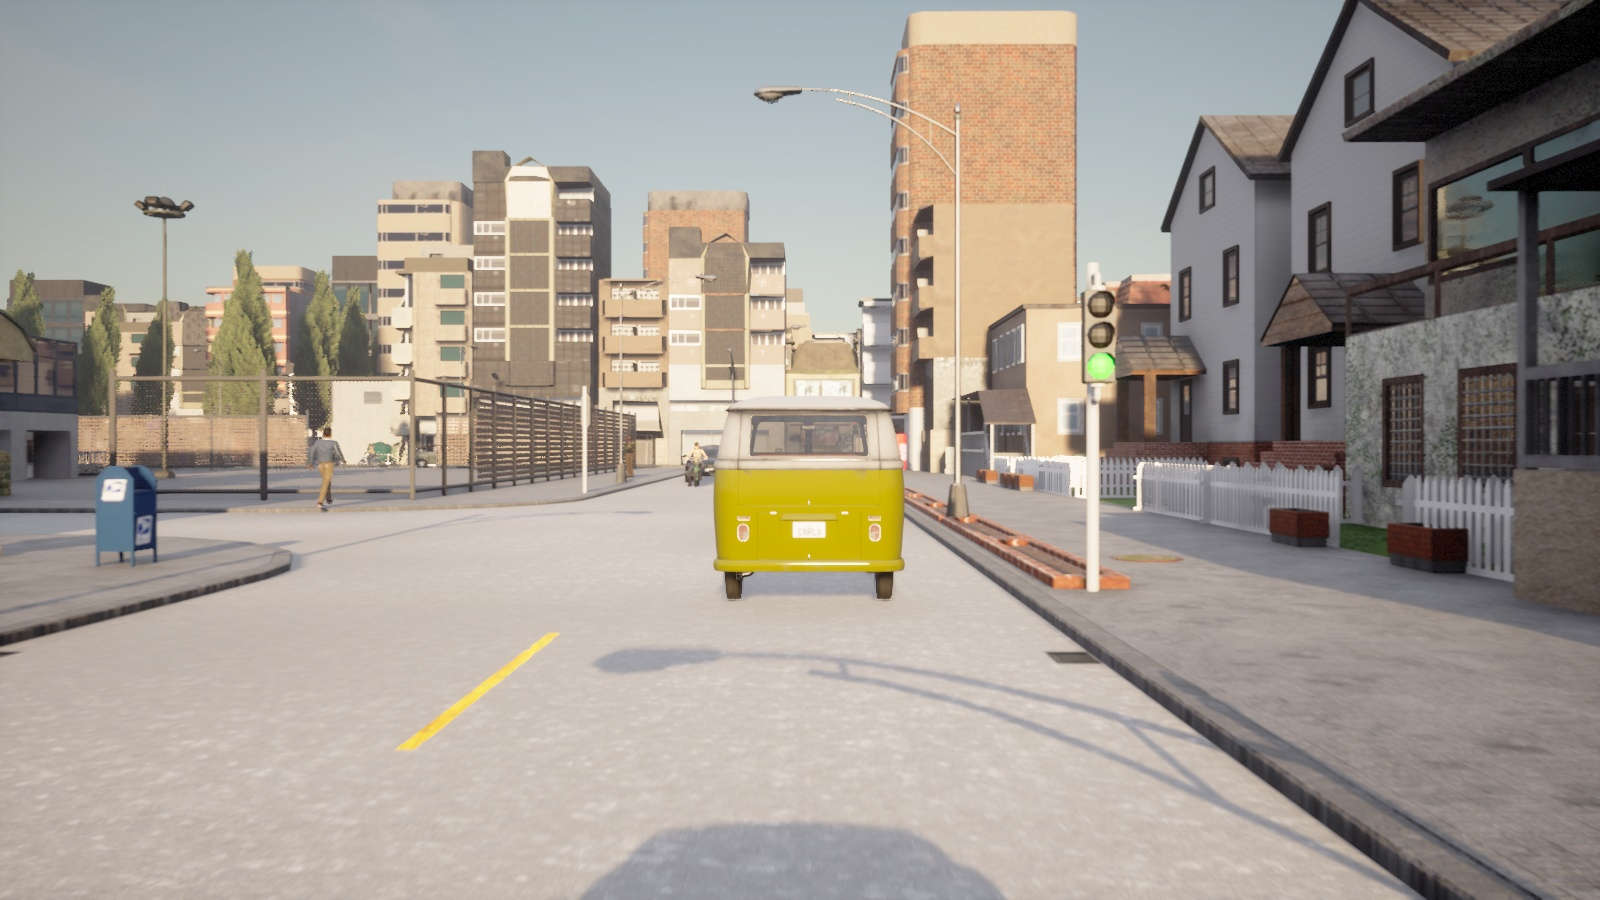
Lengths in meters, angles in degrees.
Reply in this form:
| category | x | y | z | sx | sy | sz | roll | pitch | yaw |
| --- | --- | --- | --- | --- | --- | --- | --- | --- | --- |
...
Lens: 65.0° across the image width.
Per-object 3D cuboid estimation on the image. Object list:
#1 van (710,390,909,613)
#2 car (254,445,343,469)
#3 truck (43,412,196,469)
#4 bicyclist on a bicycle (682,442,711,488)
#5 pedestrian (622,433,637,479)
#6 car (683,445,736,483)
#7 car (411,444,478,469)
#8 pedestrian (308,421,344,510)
| category | x | y | z | sx | sy | sz | roll | pitch | yaw |
| --- | --- | --- | --- | --- | --- | --- | --- | --- | --- |
| van | 0.093 | 0.448 | 13.434 | 1.775 | 1.987 | 4.442 | 0 | 0 | 0 |
| car | -31.607 | 0.423 | 79.274 | 4.892 | 1.490 | 1.837 | 0 | 0 | 1 |
| truck | -42.385 | -0.569 | 78.508 | 7.936 | 3.462 | 2.891 | 0 | 0 | -13 |
| bicyclist on a bicycle | -3.687 | 0.509 | 44.744 | 0.866 | 1.612 | 1.509 | 0 | 0 | 1 |
| pedestrian | -7.201 | 0.248 | 53.096 | 0.395 | 1.930 | 0.692 | 0 | 0 | 17 |
| car | -3.684 | 0.551 | 51.768 | 1.837 | 1.490 | 4.892 | 0 | 0 | 0 |
| car | -22.394 | 0.405 | 79.226 | 3.705 | 1.549 | 1.789 | 0 | 0 | 0 |
| pedestrian | -10.562 | 0.344 | 28.006 | 0.423 | 1.949 | 0.788 | 0 | 0 | 8 |
